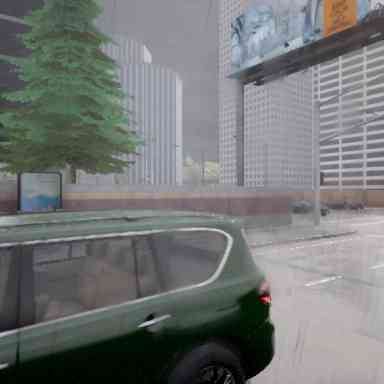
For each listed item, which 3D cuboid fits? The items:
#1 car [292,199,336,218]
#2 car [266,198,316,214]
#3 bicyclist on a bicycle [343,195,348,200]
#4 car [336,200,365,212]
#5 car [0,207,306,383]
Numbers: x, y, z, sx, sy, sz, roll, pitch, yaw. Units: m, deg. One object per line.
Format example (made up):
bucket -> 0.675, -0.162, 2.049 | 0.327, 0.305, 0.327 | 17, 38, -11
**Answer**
car -> 10.241, 1.478, 30.850 | 1.882, 1.535, 5.008 | 0, 0, -35
car -> 10.713, 1.491, 36.242 | 2.128, 1.511, 4.902 | 0, 0, -35
bicyclist on a bicycle -> 21.307, 1.301, 46.345 | 1.656, 1.620, 0.582 | 0, 0, -35
car -> 17.437, 1.601, 38.938 | 1.895, 1.301, 4.718 | 0, 0, -33
car -> -1.712, 1.221, 2.771 | 5.566, 2.045, 2.150 | 0, 0, -36
